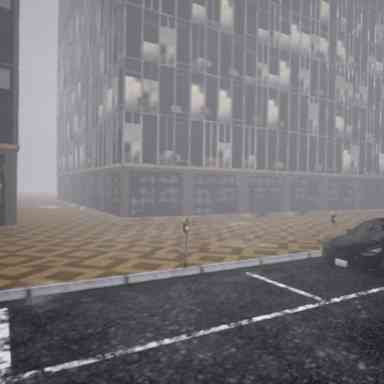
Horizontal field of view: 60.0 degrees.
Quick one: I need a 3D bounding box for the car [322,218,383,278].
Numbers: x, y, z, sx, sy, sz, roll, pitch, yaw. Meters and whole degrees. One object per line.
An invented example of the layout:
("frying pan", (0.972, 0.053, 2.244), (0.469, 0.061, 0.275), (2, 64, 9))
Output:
("car", (5.723, 1.449, 9.613), (4.313, 1.339, 1.947), (0, 1, -30))
